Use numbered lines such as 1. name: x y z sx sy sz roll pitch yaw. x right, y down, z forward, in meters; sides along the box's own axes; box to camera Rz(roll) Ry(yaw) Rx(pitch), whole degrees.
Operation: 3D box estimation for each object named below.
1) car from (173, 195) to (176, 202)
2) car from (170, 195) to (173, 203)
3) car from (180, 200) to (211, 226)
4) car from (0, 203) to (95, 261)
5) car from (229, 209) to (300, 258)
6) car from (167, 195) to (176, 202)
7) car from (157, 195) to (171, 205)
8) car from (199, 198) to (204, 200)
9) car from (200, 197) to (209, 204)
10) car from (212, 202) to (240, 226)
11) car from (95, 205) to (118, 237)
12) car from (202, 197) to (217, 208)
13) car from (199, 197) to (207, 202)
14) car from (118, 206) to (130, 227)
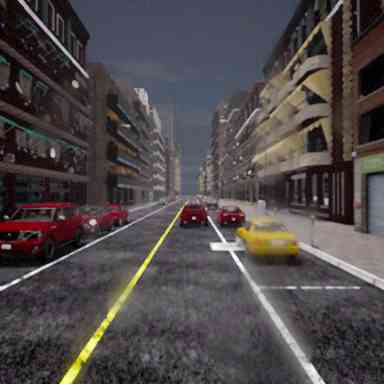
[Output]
1. car: -5.580 1.881 80.318 1.887 1.381 4.507 0 0 0
2. car: -5.595 1.841 69.045 2.008 1.369 4.403 0 0 0
3. car: 0.135 1.582 24.222 1.882 1.535 5.008 0 0 0
4. car: -5.670 1.369 12.685 2.192 1.841 5.009 0 0 0
5. car: 2.710 1.582 12.838 1.752 1.417 4.829 0 0 0
6. car: -5.564 1.698 91.592 2.192 1.841 5.009 0 0 0
7. car: -5.603 1.818 63.408 2.008 1.369 4.403 0 0 0
8. car: 0.158 1.779 41.844 1.895 1.301 4.718 0 0 0
9. car: 2.793 1.880 74.666 1.947 1.339 4.313 0 0 0
10. car: 2.724 1.648 23.941 1.887 1.381 4.507 0 0 0
11. car: -5.663 1.519 18.320 1.967 1.590 4.097 0 0 0
12. car: 2.755 1.749 46.485 2.008 1.369 4.403 0 0 0
13. car: 2.808 1.943 85.938 1.802 1.307 4.206 0 0 0
14. car: -5.656 1.647 23.956 1.887 1.381 4.507 0 0 0
